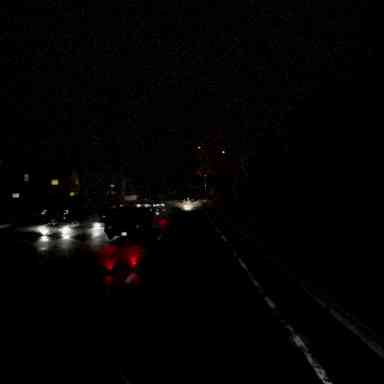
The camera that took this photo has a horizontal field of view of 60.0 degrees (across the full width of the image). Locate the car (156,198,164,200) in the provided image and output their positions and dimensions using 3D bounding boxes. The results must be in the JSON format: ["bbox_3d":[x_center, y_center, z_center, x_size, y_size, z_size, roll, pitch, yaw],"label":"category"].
[{"bbox_3d":[-6.610,1.836,68.128,1.895,1.301,4.718,0,0,0],"label":"car"}]

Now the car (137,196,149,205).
[{"bbox_3d":[-9.862,1.598,67.370,2.097,1.767,4.553,0,0,0],"label":"car"}]

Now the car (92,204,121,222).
[{"bbox_3d":[-6.641,1.674,27.103,1.994,1.385,4.181,0,0,0],"label":"car"}]

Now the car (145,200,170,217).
[{"bbox_3d":[-3.203,1.736,33.342,1.895,1.301,4.718,0,0,0],"label":"car"}]

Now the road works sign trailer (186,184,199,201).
[{"bbox_3d":[0.030,0.123,71.029,2.380,3.560,2.880,13,-9,-5],"label":"road works sign trailer"}]

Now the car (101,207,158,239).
[{"bbox_3d":[-3.179,1.675,17.808,1.895,1.301,4.718,0,0,0],"label":"car"}]

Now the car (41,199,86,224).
[{"bbox_3d":[-9.890,1.457,25.863,2.097,1.767,4.553,0,0,0],"label":"car"}]
